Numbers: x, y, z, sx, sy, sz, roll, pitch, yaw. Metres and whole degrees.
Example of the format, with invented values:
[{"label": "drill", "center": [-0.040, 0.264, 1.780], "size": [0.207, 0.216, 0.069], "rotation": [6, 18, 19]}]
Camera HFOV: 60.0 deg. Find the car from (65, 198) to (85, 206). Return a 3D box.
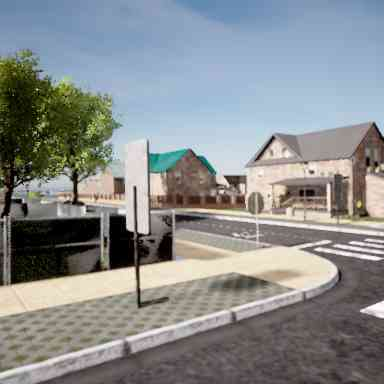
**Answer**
[{"label": "car", "center": [-16.201, 1.536, 45.860], "size": [1.994, 1.385, 4.181], "rotation": [-2, 1, -33]}]
